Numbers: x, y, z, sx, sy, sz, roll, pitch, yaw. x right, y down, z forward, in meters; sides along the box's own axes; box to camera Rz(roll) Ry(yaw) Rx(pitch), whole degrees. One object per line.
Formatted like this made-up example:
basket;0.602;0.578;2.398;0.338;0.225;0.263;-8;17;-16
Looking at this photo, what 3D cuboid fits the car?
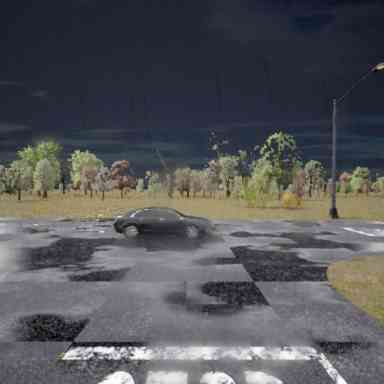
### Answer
car;-1.449;1.516;16.634;4.892;1.490;1.837;0;0;0
